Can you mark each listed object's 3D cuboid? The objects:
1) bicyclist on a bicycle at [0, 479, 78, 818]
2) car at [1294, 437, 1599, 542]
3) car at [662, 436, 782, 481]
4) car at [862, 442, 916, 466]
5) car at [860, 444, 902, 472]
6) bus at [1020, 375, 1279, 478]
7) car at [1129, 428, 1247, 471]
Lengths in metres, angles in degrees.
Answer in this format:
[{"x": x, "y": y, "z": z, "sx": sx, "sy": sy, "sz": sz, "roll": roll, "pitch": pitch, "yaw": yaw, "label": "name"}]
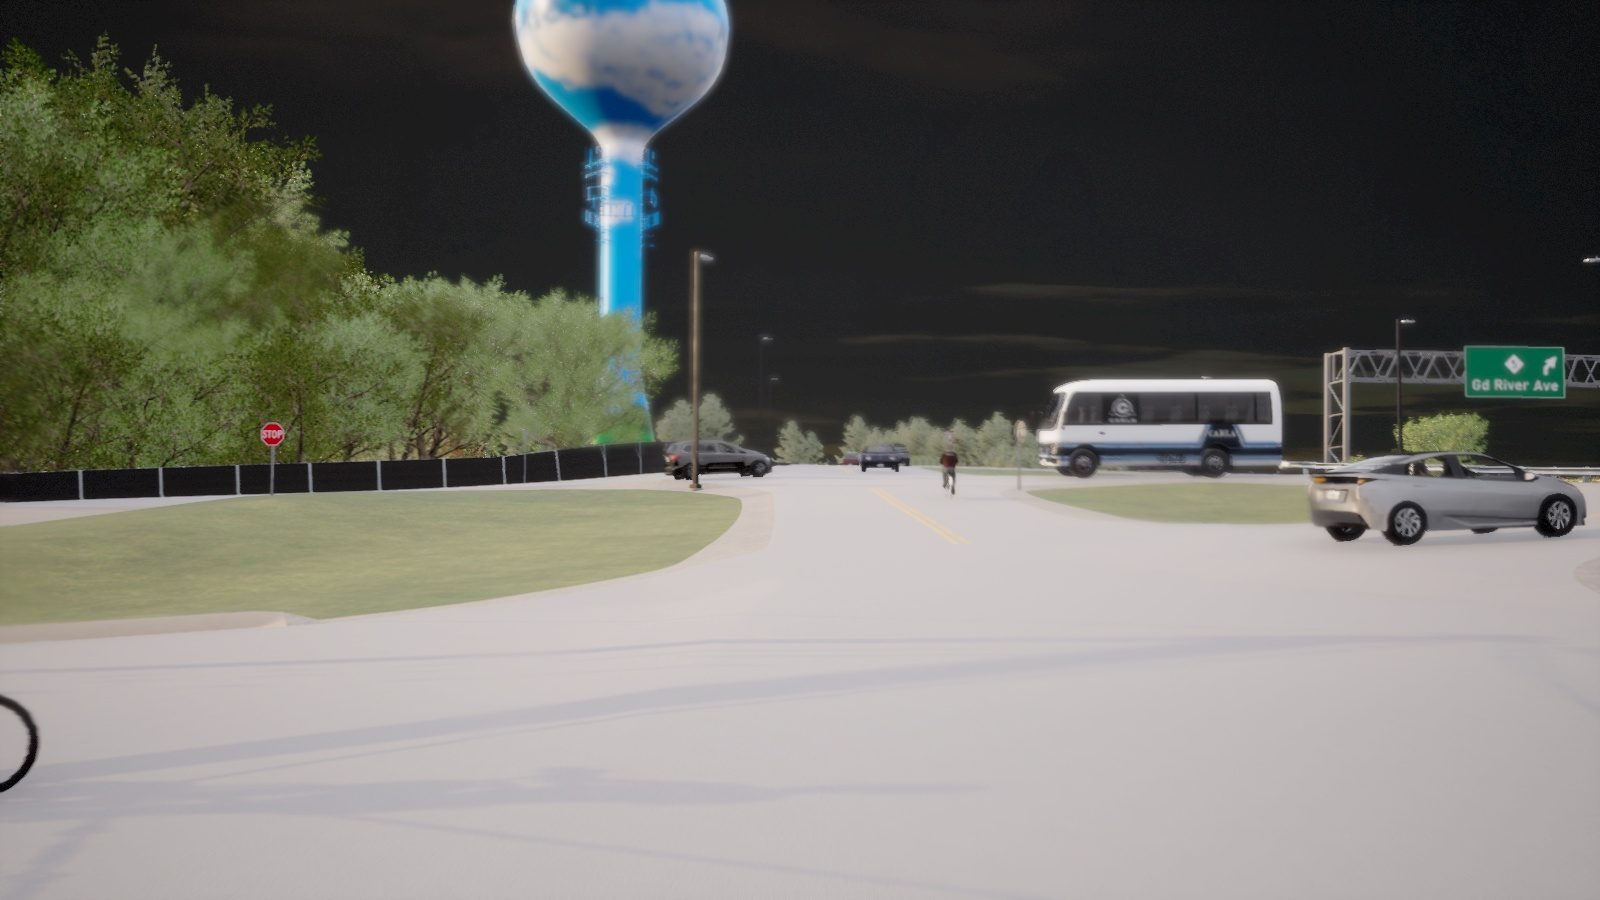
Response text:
[{"x": -4.459, "y": 0.979, "z": 6.196, "sx": 1.509, "sy": 1.612, "sz": 0.866, "roll": -1, "pitch": -3, "yaw": -27, "label": "bicyclist on a bicycle"}, {"x": 11.221, "y": 0.657, "z": 21.755, "sx": 4.514, "sy": 1.525, "sz": 2.007, "roll": -2, "pitch": -1, "yaw": -12, "label": "car"}, {"x": -3.342, "y": 0.346, "z": 53.455, "sx": 4.611, "sy": 1.667, "sz": 2.242, "roll": -2, "pitch": 1, "yaw": -19, "label": "car"}, {"x": 6.373, "y": 0.301, "z": 90.673, "sx": 2.033, "sy": 1.649, "sz": 4.856, "roll": 0, "pitch": 0, "yaw": -20, "label": "car"}, {"x": 4.029, "y": 0.391, "z": 63.155, "sx": 1.895, "sy": 1.301, "sz": 4.718, "roll": 0, "pitch": 1, "yaw": 1, "label": "car"}, {"x": 15.166, "y": -1.036, "z": 55.194, "sx": 10.273, "sy": 4.253, "sz": 3.944, "roll": -1, "pitch": 1, "yaw": -1, "label": "bus"}, {"x": 19.355, "y": -0.014, "z": 62.905, "sx": 2.150, "sy": 2.045, "sz": 5.566, "roll": 1, "pitch": -1, "yaw": -33, "label": "car"}]
